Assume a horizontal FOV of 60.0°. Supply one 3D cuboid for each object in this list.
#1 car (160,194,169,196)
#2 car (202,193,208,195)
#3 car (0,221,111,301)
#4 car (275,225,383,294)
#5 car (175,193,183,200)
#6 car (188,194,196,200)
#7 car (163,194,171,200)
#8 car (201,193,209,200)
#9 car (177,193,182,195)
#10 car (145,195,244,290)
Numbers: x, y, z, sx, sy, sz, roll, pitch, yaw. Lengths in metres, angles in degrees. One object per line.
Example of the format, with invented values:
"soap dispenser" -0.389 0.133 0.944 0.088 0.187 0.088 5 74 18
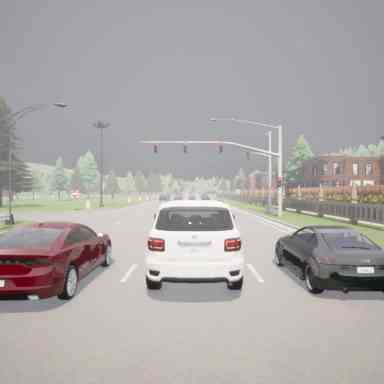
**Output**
"car" -6.984 1.347 82.063 2.097 1.767 4.553 0 0 0
"car" 3.516 1.587 82.121 1.895 1.301 4.718 0 0 0
"car" -3.438 1.478 8.411 1.882 1.535 5.008 0 0 0
"car" 3.566 1.564 8.806 1.994 1.385 4.181 0 0 0
"car" -3.482 1.187 92.065 2.097 1.767 4.553 0 0 0
"car" 0.018 1.372 92.095 2.033 1.411 5.357 0 0 0
"car" -6.982 1.332 92.096 1.837 1.490 4.892 0 0 0
"car" 3.518 1.187 92.064 2.097 1.767 4.553 0 0 0
"car" -3.484 1.516 82.092 1.812 1.442 4.674 0 0 0
"car" 0.068 1.221 9.219 2.150 2.045 5.566 0 0 0
